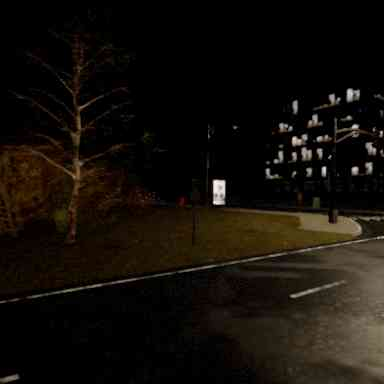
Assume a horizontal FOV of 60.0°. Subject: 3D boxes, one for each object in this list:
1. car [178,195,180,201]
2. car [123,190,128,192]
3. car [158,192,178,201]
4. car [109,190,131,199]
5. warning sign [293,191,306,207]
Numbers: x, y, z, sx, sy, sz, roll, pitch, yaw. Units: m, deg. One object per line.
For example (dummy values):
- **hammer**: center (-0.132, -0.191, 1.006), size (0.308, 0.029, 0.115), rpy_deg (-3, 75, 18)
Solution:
- **car**: center (-3.949, 0.804, 57.027), size (1.994, 1.385, 4.181), rpy_deg (2, -1, -41)
- **car**: center (-9.622, 0.501, 53.508), size (2.128, 1.511, 4.902), rpy_deg (2, -1, -41)
- **car**: center (-5.186, 0.717, 53.506), size (2.033, 1.411, 5.357), rpy_deg (2, -1, -41)
- **car**: center (-13.660, 0.468, 62.890), size (1.812, 1.442, 4.674), rpy_deg (3, -1, -43)
- **warning sign**: center (13.330, 0.861, 41.211), size (1.300, 1.860, 1.060), rpy_deg (1, -1, -40)
